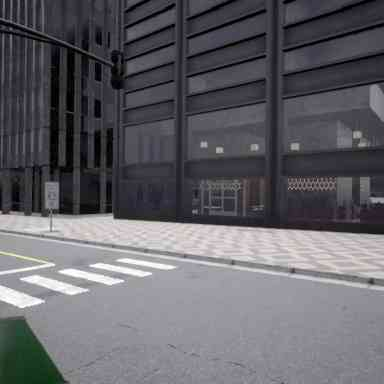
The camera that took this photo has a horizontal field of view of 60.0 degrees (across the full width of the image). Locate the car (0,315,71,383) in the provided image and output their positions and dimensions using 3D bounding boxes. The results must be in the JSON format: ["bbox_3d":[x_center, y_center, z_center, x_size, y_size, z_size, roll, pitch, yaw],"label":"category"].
[{"bbox_3d":[-3.243,1.593,1.732,4.718,1.301,1.895,0,0,-37],"label":"car"}]
